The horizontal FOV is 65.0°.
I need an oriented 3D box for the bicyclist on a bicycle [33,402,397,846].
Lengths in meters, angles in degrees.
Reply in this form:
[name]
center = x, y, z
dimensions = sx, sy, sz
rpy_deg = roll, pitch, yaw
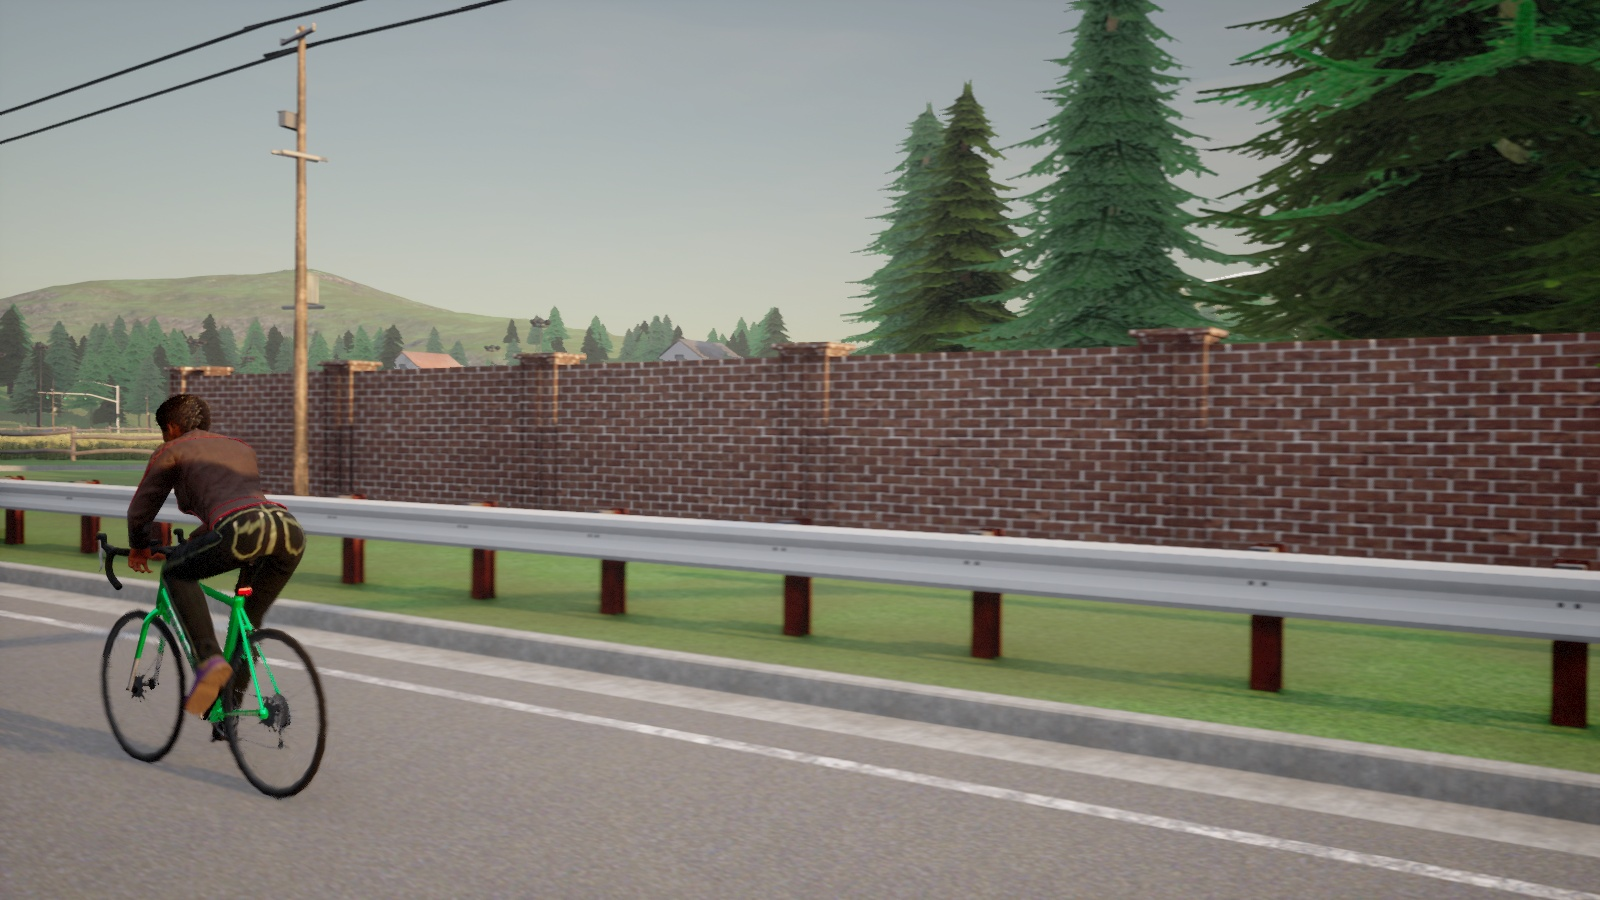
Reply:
[bicyclist on a bicycle]
center = -2.486, 0.635, 5.274
dimensions = 1.656, 1.620, 0.582
rpy_deg = 0, 1, 34
